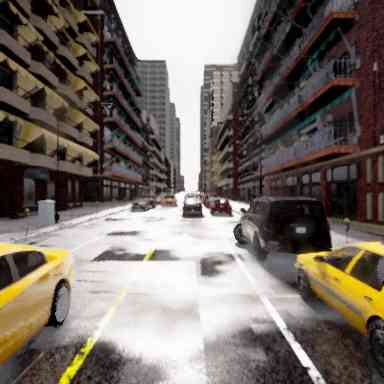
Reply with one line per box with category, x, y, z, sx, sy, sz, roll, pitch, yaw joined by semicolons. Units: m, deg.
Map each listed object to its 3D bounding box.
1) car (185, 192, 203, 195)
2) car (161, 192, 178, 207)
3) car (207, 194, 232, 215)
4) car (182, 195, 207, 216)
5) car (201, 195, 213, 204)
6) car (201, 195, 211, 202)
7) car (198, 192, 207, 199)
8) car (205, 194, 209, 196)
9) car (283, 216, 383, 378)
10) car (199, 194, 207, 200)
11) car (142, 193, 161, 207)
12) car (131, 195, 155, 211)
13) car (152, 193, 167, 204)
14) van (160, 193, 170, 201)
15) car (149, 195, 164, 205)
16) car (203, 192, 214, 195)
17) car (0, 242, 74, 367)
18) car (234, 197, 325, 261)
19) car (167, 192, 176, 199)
car;0.030;1.042;43.732;2.150;2.045;5.566;0;1;1
car;-3.090;1.155;46.659;2.097;1.767;4.553;0;0;0
car;2.695;1.308;31.959;1.967;1.590;4.097;1;0;0
car;0.064;1.363;31.189;2.128;1.511;4.902;0;0;0
car;2.683;1.297;59.662;2.008;1.369;4.403;1;0;0
car;2.682;1.247;65.372;1.752;1.417;4.829;1;0;0
car;2.678;0.937;87.363;2.192;1.841;5.009;1;0;0
car;2.689;1.365;43.041;1.887;1.381;4.507;1;0;0
car;3.148;1.435;5.317;1.801;1.575;5.366;0;0;0
car;2.675;1.192;81.824;1.887;1.381;4.507;1;0;0
car;-5.687;1.135;42.984;2.192;1.841;5.009;1;0;0
car;-5.690;1.395;37.445;2.008;1.369;4.403;1;0;0
car;-5.693;1.062;59.605;2.192;1.841;5.009;1;0;0
van;-5.697;1.039;70.686;1.690;1.788;3.998;1;0;0
car;-5.695;1.297;53.896;1.752;1.417;4.829;1;0;0
car;2.691;1.111;48.580;2.192;1.841;5.009;1;0;0
car;-3.101;1.460;4.125;1.882;1.535;5.008;0;0;0
car;3.095;1.171;12.178;2.150;2.045;5.566;0;0;0
car;-5.705;0.911;92.848;2.192;1.841;5.009;1;0;0
